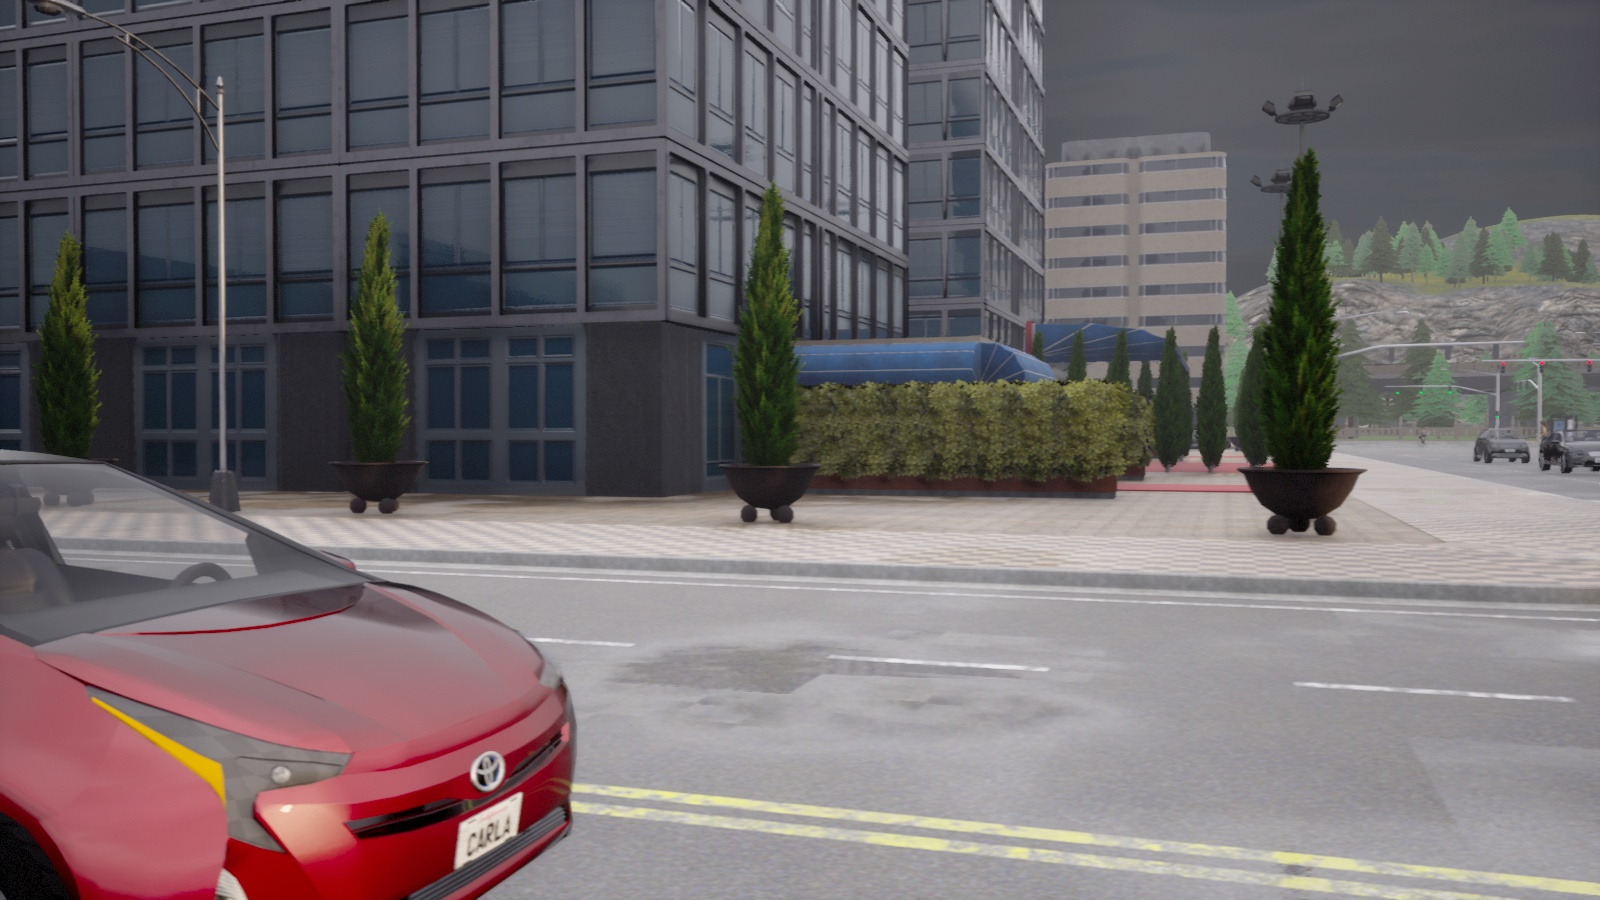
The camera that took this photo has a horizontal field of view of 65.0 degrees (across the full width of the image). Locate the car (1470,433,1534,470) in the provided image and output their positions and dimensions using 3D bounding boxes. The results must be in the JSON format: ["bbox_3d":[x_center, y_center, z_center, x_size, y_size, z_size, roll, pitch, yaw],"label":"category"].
[{"bbox_3d":[31.074,0.047,55.717,1.789,1.549,3.705,1,1,18],"label":"car"}]

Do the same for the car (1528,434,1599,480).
[{"bbox_3d":[27.083,0.204,43.602,2.128,1.511,4.902,1,1,18],"label":"car"}]

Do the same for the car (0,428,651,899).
[{"bbox_3d":[-2.986,0.688,4.196,4.514,1.525,2.007,1,1,19],"label":"car"}]
